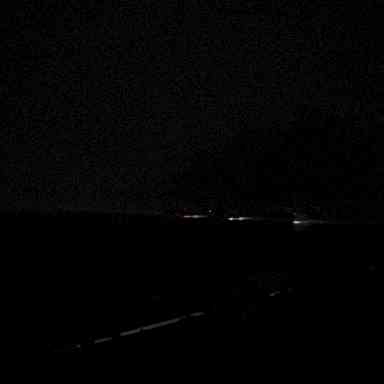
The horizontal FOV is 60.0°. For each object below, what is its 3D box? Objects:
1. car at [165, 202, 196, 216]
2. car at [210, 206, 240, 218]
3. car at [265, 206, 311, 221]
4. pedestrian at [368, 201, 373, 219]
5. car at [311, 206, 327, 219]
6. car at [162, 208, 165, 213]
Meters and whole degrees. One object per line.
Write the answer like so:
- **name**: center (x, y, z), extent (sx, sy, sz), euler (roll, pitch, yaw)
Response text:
- **car**: center (-1.606, 2.638, 52.736), extent (2.150, 2.045, 5.566), euler (1, -2, -33)
- **car**: center (4.253, 2.574, 43.755), extent (1.837, 1.490, 4.892), euler (1, -2, -33)
- **car**: center (9.774, 2.252, 35.319), extent (1.812, 1.442, 4.674), euler (1, -2, -33)
- **pedestrian**: center (18.892, 1.909, 35.268), extent (0.375, 1.860, 0.375), euler (-2, 1, -33)
- **car**: center (12.853, 2.285, 37.371), extent (1.812, 1.442, 4.674), euler (1, -2, -33)
- **car**: center (-3.880, 3.348, 62.932), extent (1.895, 1.301, 4.718), euler (1, -2, -33)
